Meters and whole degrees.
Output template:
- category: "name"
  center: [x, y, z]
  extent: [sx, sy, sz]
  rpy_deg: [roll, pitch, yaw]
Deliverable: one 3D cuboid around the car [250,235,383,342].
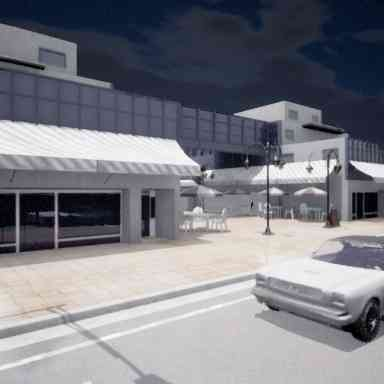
- category: "car"
  center: [3.355, 1.600, 6.626]
  extent: [4.718, 1.301, 1.895]
  rpy_deg: [0, 0, -38]
